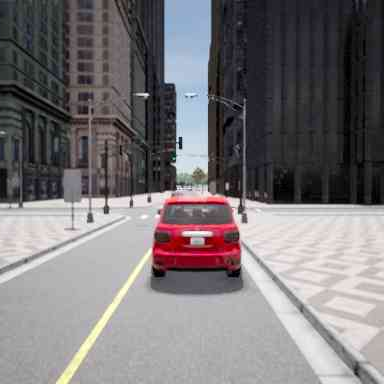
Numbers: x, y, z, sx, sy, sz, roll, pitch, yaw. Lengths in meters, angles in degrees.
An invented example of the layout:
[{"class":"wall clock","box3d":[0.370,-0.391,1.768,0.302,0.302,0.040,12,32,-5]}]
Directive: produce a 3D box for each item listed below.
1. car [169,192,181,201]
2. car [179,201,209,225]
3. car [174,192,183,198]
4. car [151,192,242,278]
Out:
[{"class":"car","box3d":[-2.985,0.816,59.331,1.837,1.490,4.892,0,1,1]},{"class":"car","box3d":[0.126,1.333,22.845,1.895,1.301,4.718,0,1,0]},{"class":"car","box3d":[-2.906,0.661,74.797,1.812,1.442,4.674,0,1,0]},{"class":"car","box3d":[0.111,1.107,9.841,2.150,2.045,5.566,0,1,0]}]
